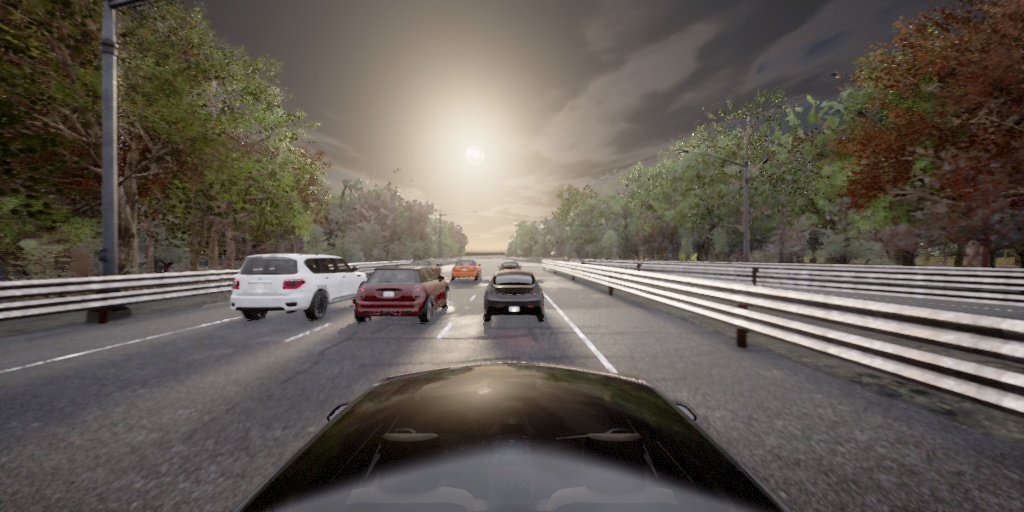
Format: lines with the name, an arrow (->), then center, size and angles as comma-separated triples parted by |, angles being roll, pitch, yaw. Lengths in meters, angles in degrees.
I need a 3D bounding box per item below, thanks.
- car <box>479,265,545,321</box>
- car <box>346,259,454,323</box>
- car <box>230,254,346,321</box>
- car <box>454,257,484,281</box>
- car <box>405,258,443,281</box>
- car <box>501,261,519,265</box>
car -> 0.048, 1.227, 12.379 | 1.837, 1.490, 4.892 | 0, 0, 0
car -> -3.452, 1.077, 12.126 | 2.097, 1.767, 4.553 | 0, 0, 0
car -> -6.951, 0.947, 12.536 | 2.150, 2.045, 5.566 | 0, 0, 0
car -> -3.680, 1.039, 29.595 | 2.097, 1.767, 4.553 | 0, 0, -1
car -> -7.180, 1.041, 29.618 | 2.097, 1.767, 4.553 | 0, 0, -1
car -> -0.183, 1.190, 29.869 | 1.837, 1.490, 4.892 | 0, 0, -1
